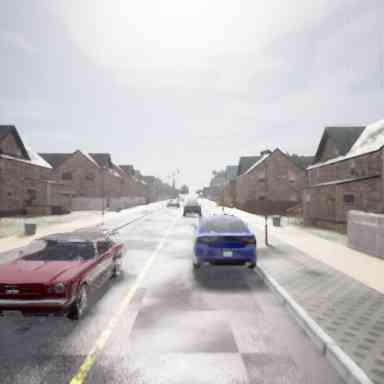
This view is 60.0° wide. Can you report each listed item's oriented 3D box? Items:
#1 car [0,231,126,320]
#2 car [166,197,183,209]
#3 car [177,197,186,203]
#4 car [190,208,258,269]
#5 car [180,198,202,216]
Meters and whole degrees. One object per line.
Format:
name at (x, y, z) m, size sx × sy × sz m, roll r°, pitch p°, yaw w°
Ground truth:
car at (-2.851, 1.633, 7.488) m, size 1.895 × 1.301 × 4.718 m, roll 0°, pitch 0°, yaw 0°
car at (-2.835, 1.826, 51.304) m, size 1.994 × 1.385 × 4.181 m, roll 0°, pitch 0°, yaw 0°
car at (-2.766, 1.992, 86.454) m, size 2.128 × 1.511 × 4.902 m, roll 0°, pitch 0°, yaw 0°
car at (0.960, 1.528, 11.430) m, size 1.882 × 1.535 × 5.008 m, roll 0°, pitch 0°, yaw 0°
car at (0.038, 1.671, 34.733) m, size 1.837 × 1.490 × 4.892 m, roll 0°, pitch 0°, yaw 0°
